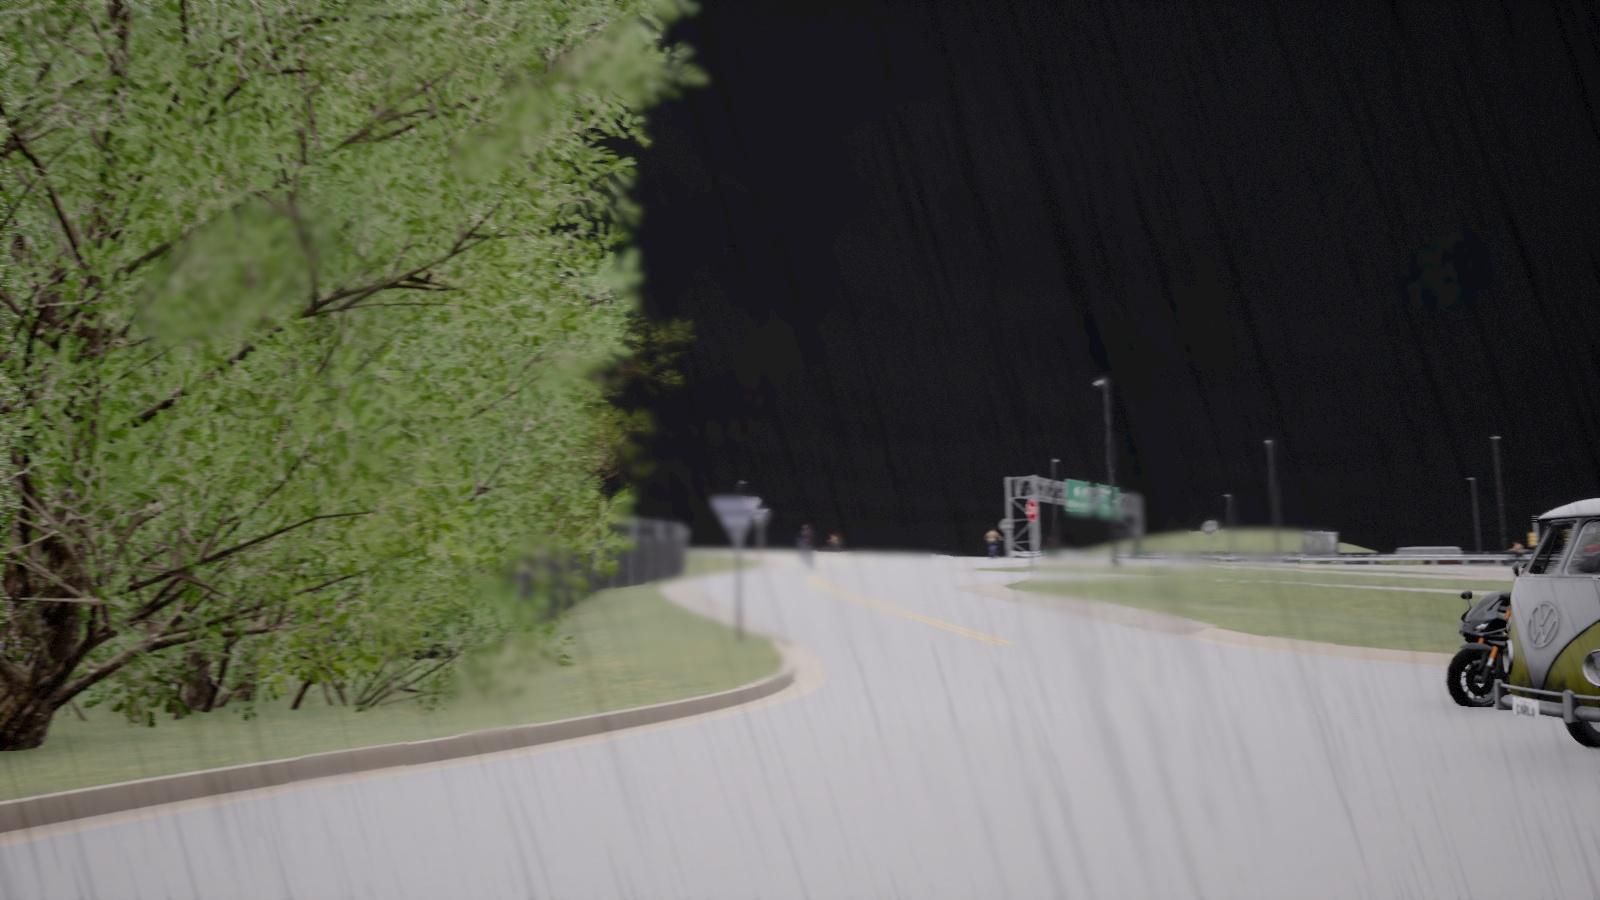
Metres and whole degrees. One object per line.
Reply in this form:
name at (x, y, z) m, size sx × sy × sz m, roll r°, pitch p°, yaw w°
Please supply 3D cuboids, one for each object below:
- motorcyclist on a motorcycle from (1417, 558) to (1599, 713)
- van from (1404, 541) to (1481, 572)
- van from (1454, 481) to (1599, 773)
motorcyclist on a motorcycle at (7.829, 1.914, 13.208) m, size 2.191 × 1.530 × 0.866 m, roll 0°, pitch -5°, yaw -5°
van at (43.943, 7.322, 85.910) m, size 4.442 × 1.987 × 1.775 m, roll -5°, pitch -7°, yaw 34°
van at (7.640, 1.280, 9.472) m, size 4.442 × 1.987 × 1.775 m, roll 0°, pitch -5°, yaw -4°
